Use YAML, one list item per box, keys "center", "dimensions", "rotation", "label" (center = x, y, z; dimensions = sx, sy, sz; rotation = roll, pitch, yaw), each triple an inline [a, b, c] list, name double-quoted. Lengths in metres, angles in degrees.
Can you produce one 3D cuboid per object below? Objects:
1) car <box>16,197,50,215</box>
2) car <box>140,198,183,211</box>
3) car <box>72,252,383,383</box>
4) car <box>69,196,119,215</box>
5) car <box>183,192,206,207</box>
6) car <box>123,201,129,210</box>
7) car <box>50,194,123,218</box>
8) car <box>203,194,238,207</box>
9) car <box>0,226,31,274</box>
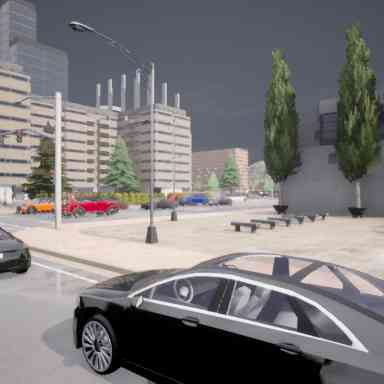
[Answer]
- center: [-15.447, 1.352, 34.148]
  dimensions: [2.097, 1.767, 4.553]
  rotation: [0, 0, 42]
  label: "car"
- center: [-3.975, 1.547, 41.931]
  dimensions: [2.033, 1.411, 5.357]
  rotation: [0, 0, 41]
  label: "car"
- center: [0.548, 1.492, 3.888]
  dimensions: [4.902, 1.511, 2.128]
  rotation: [0, 0, 38]
  label: "car"
- center: [-10.185, 1.352, 34.775]
  dimensions: [2.097, 1.767, 4.553]
  rotation: [0, 0, 41]
  label: "car"
- center: [0.219, 1.224, 52.093]
  dimensions: [2.150, 2.045, 5.566]
  rotation: [0, 0, 41]
  label: "car"
- center: [-9.743, 1.564, 40.618]
  dimensions: [1.994, 1.385, 4.181]
  rotation: [0, 0, 41]
  label: "car"
- center: [-9.359, 1.221, 29.985]
  dimensions: [2.150, 2.045, 5.566]
  rotation: [0, 0, 40]
  label: "car"
- center: [4.420, 1.488, 51.587]
  dimensions: [2.128, 1.511, 4.902]
  rotation: [0, 0, 41]
  label: "car"
- center: [-6.354, 1.564, 9.511]
  dimensions: [4.181, 1.385, 1.994]
  rotation: [0, 0, 40]
  label: "car"
